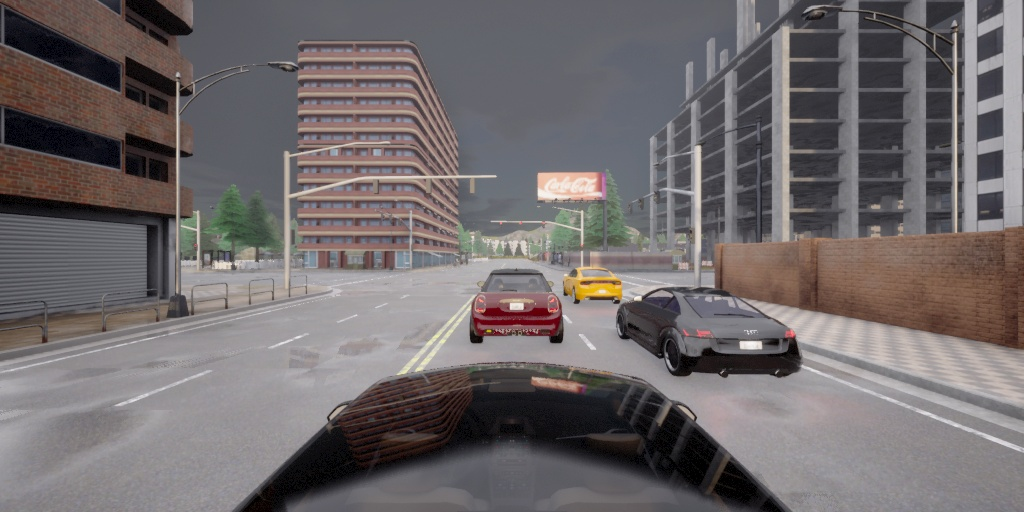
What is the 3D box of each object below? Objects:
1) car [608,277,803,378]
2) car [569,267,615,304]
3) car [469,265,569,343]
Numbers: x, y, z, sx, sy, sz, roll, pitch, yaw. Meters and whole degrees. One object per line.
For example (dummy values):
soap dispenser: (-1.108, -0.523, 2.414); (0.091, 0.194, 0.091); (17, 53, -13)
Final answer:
car: (3.598, 1.314, 7.410); (1.994, 1.385, 4.181); (0, 0, 0)
car: (3.498, 1.228, 16.343); (1.882, 1.535, 5.008); (0, 0, 0)
car: (0.100, 1.102, 9.814); (2.097, 1.767, 4.553); (0, 0, 0)
